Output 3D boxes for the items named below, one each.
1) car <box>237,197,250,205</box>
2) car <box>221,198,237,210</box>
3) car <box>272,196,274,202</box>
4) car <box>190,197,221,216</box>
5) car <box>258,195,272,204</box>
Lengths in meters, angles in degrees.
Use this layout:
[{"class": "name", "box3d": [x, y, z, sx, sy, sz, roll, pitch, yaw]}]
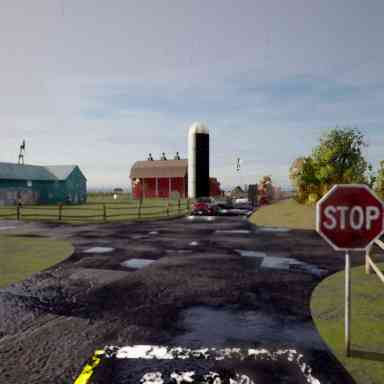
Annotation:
[{"class": "car", "box3d": [8.837, 1.519, 57.888, 1.812, 1.442, 4.674, 0, 0, 19]}, {"class": "car", "box3d": [4.176, 1.538, 43.874, 2.033, 1.411, 5.357, 0, 0, 18]}, {"class": "car", "box3d": [16.906, 1.371, 72.956, 1.837, 1.490, 4.892, 0, 0, 19]}, {"class": "car", "box3d": [1.286, 1.344, 33.103, 2.097, 1.767, 4.553, 0, 0, 13]}, {"class": "car", "box3d": [13.706, 1.532, 63.475, 1.812, 1.442, 4.674, 0, 0, 19]}]
